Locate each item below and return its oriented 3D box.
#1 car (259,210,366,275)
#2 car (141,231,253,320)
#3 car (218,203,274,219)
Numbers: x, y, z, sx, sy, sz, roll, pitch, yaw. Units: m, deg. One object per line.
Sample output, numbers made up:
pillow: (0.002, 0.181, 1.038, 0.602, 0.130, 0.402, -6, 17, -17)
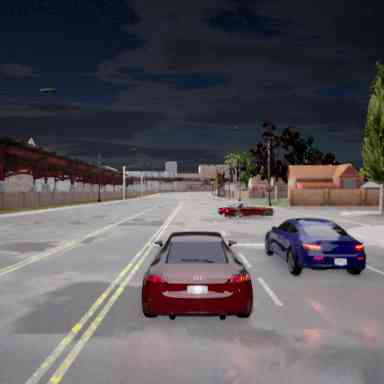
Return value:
car: (3.581, 1.521, 10.350, 1.812, 1.442, 4.674, 0, 0, 0)
car: (0.086, 1.561, 7.421, 1.994, 1.385, 4.181, 0, 0, 0)
car: (4.730, 1.588, 28.655, 4.718, 1.301, 1.895, 0, 0, -24)
